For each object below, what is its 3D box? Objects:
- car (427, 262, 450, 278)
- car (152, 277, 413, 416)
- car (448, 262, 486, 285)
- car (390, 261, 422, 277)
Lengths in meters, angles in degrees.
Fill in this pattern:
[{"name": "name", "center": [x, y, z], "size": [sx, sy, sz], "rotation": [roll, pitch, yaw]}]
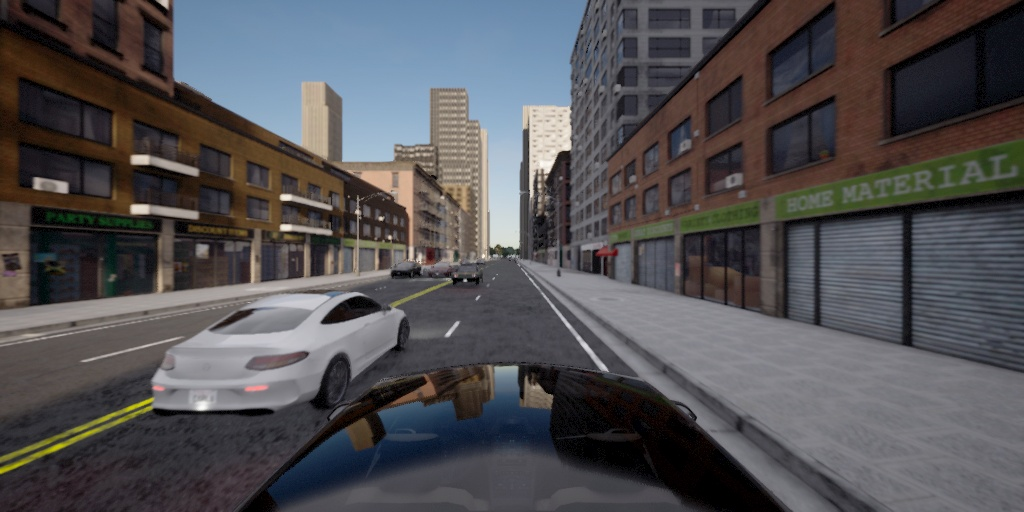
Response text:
[{"name": "car", "center": [-6.597, 1.301, 33.984], "size": [1.812, 1.442, 4.674], "rotation": [0, 0, 0]}, {"name": "car", "center": [-3.173, 1.277, 5.997], "size": [1.812, 1.442, 4.674], "rotation": [0, 0, 0]}, {"name": "car", "center": [-3.158, 1.366, 26.423], "size": [1.895, 1.301, 4.718], "rotation": [0, 0, 0]}, {"name": "car", "center": [-9.846, 1.252, 33.683], "size": [1.882, 1.535, 5.008], "rotation": [0, 0, 0]}]
